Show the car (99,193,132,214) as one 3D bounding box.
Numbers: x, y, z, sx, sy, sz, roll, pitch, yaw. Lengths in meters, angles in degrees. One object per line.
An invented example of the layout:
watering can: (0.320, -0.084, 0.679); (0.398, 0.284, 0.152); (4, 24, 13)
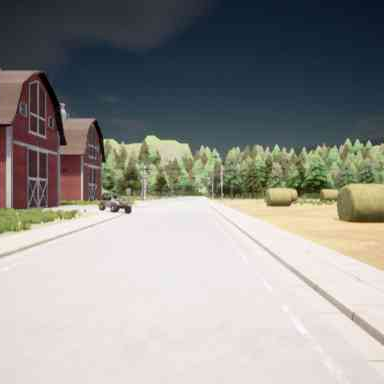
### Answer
car: (-7.662, 1.093, 33.079); (1.905, 1.878, 3.866); (8, -3, -42)
